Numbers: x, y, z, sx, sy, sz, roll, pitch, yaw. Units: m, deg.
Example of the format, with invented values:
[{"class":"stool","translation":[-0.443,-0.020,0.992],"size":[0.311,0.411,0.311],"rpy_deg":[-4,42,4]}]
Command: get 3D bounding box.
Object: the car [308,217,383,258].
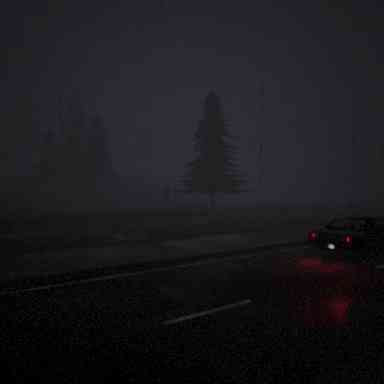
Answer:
[{"class":"car","translation":[6.693,1.619,12.892],"size":[4.718,1.301,1.895],"rpy_deg":[0,0,-35]}]
